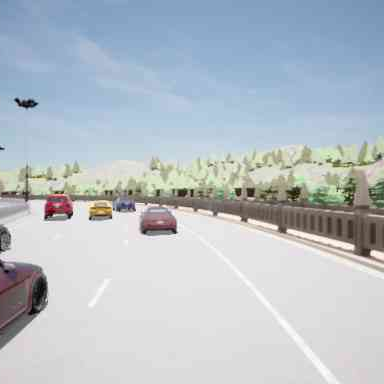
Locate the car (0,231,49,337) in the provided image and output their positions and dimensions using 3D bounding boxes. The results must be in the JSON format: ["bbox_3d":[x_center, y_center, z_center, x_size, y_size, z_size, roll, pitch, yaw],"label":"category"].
[{"bbox_3d":[-3.744,1.579,4.883,1.994,1.385,4.181,0,0,-3],"label":"car"}]

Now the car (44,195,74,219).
[{"bbox_3d":[-11.838,1.270,29.762,2.150,2.045,5.566,0,0,-18],"label":"car"}]

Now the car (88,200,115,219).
[{"bbox_3d":[-8.170,1.512,29.624,1.882,1.535,5.008,0,0,-17],"label":"car"}]

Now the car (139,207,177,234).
[{"bbox_3d":[-2.074,1.574,19.602,1.994,1.385,4.181,0,0,-11],"label":"car"}]

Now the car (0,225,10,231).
[{"bbox_3d":[-7.773,1.523,10.993,2.128,1.511,4.902,0,0,-6],"label":"car"}]

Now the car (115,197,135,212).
[{"bbox_3d":[-8.274,1.388,40.159,2.097,1.767,4.553,0,0,-22],"label":"car"}]
